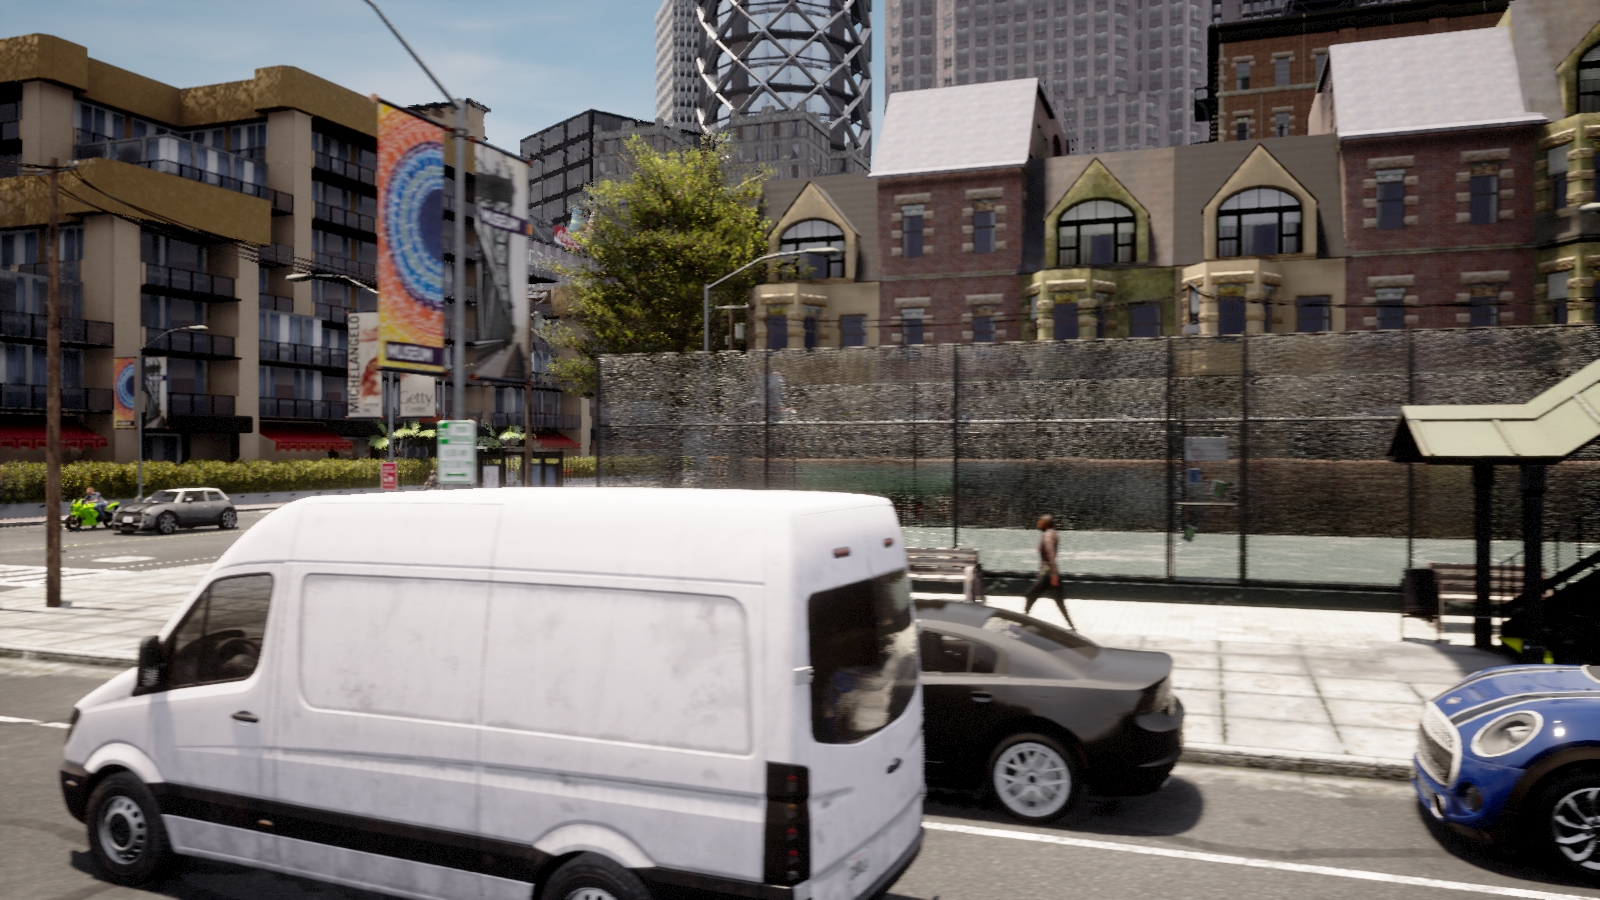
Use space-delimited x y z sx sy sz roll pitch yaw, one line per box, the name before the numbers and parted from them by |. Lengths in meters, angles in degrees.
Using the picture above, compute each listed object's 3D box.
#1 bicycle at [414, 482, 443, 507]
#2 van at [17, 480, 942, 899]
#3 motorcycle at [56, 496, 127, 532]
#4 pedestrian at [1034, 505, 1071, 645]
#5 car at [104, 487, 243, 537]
bicycle | -18.567 2.210 57.167 0.329 1.171 1.835 0 0 20
van | -2.223 1.534 7.424 5.915 2.561 1.988 0 0 25
motorcycle | -24.714 2.213 39.896 0.803 1.145 2.033 0 0 19
pedestrian | 3.459 1.696 15.661 0.375 1.860 0.375 0 0 36
car | -21.298 2.065 38.998 1.970 1.475 3.806 0 0 20
